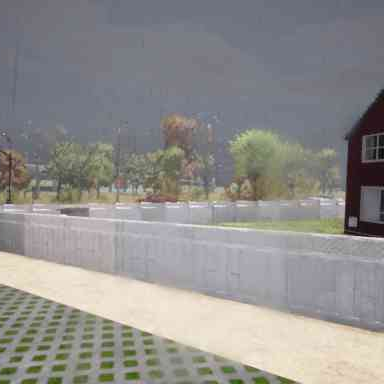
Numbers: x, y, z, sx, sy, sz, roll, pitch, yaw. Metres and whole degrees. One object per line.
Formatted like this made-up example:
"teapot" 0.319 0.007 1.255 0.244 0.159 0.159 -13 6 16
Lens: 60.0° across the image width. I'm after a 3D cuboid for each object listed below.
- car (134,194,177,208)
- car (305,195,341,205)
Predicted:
"car" -4.228 1.055 38.238 5.008 1.535 1.882 0 2 -18
"car" 17.888 1.054 45.549 4.718 1.301 1.895 0 2 -18
